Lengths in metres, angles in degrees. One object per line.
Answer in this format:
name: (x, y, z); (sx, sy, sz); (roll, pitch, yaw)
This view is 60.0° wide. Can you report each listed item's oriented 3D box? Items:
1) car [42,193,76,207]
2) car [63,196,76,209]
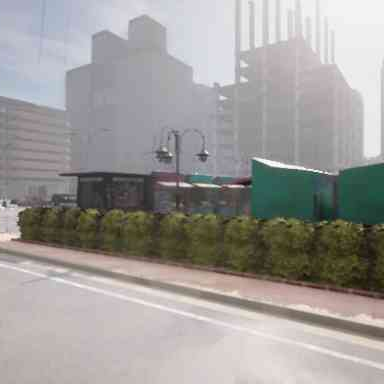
car: (-10.844, 1.067, 29.757); (1.905, 1.878, 3.866); (0, 0, 34)
car: (-8.448, 1.315, 28.133); (1.970, 1.475, 3.806); (0, 0, 34)
